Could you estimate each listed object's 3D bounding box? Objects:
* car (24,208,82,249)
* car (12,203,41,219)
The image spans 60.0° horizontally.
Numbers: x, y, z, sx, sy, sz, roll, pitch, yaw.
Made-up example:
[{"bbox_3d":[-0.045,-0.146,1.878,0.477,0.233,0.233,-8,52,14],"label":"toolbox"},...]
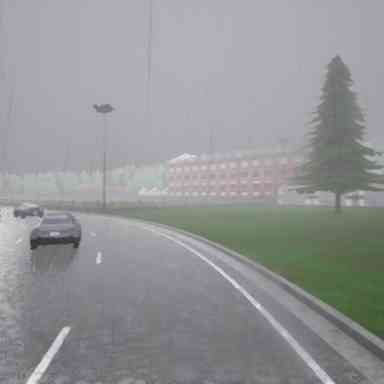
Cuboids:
[{"bbox_3d":[-6.120,1.653,15.241,1.994,1.385,4.181,0,0,-18],"label":"car"},{"bbox_3d":[-15.487,1.736,31.458,1.812,1.442,4.674,0,0,-40],"label":"car"}]
